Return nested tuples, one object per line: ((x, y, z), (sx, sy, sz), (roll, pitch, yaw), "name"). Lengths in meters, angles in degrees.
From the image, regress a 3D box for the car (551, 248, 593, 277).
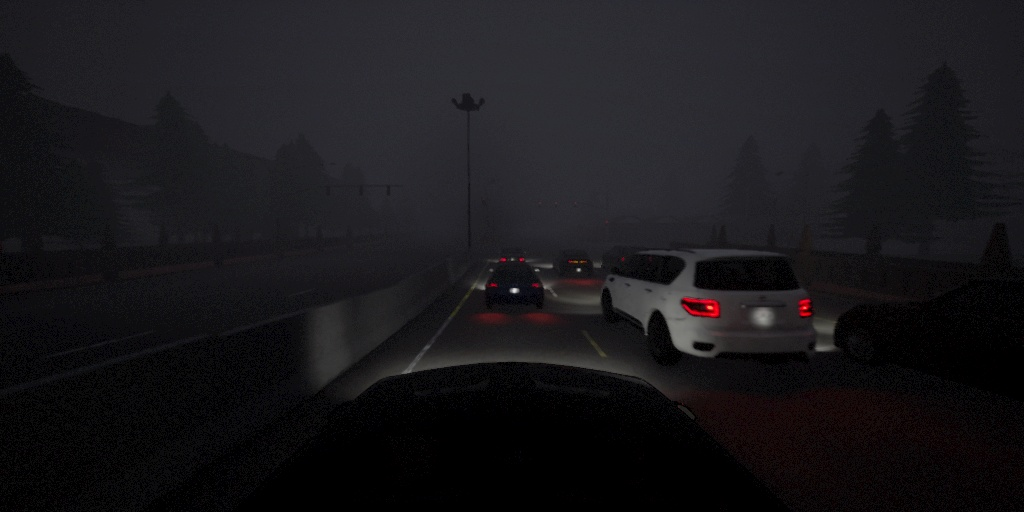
((3.530, 0.290, 21.381), (1.837, 1.490, 4.892), (0, 5, 0), "car")

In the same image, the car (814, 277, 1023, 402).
((7.096, 1.051, 4.835), (2.097, 1.767, 4.553), (0, 1, 0), "car")

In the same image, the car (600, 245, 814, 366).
((3.598, 0.837, 7.861), (2.150, 2.045, 5.566), (0, 2, -1), "car")

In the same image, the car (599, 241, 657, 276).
((7.025, 0.061, 22.289), (2.097, 1.767, 4.553), (0, 5, 0), "car")

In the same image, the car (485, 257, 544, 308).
((0.071, 0.945, 13.224), (1.994, 1.385, 4.181), (0, 3, 0), "car")

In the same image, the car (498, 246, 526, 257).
((0.013, 0.049, 24.692), (2.033, 1.411, 5.357), (0, 5, 0), "car")
